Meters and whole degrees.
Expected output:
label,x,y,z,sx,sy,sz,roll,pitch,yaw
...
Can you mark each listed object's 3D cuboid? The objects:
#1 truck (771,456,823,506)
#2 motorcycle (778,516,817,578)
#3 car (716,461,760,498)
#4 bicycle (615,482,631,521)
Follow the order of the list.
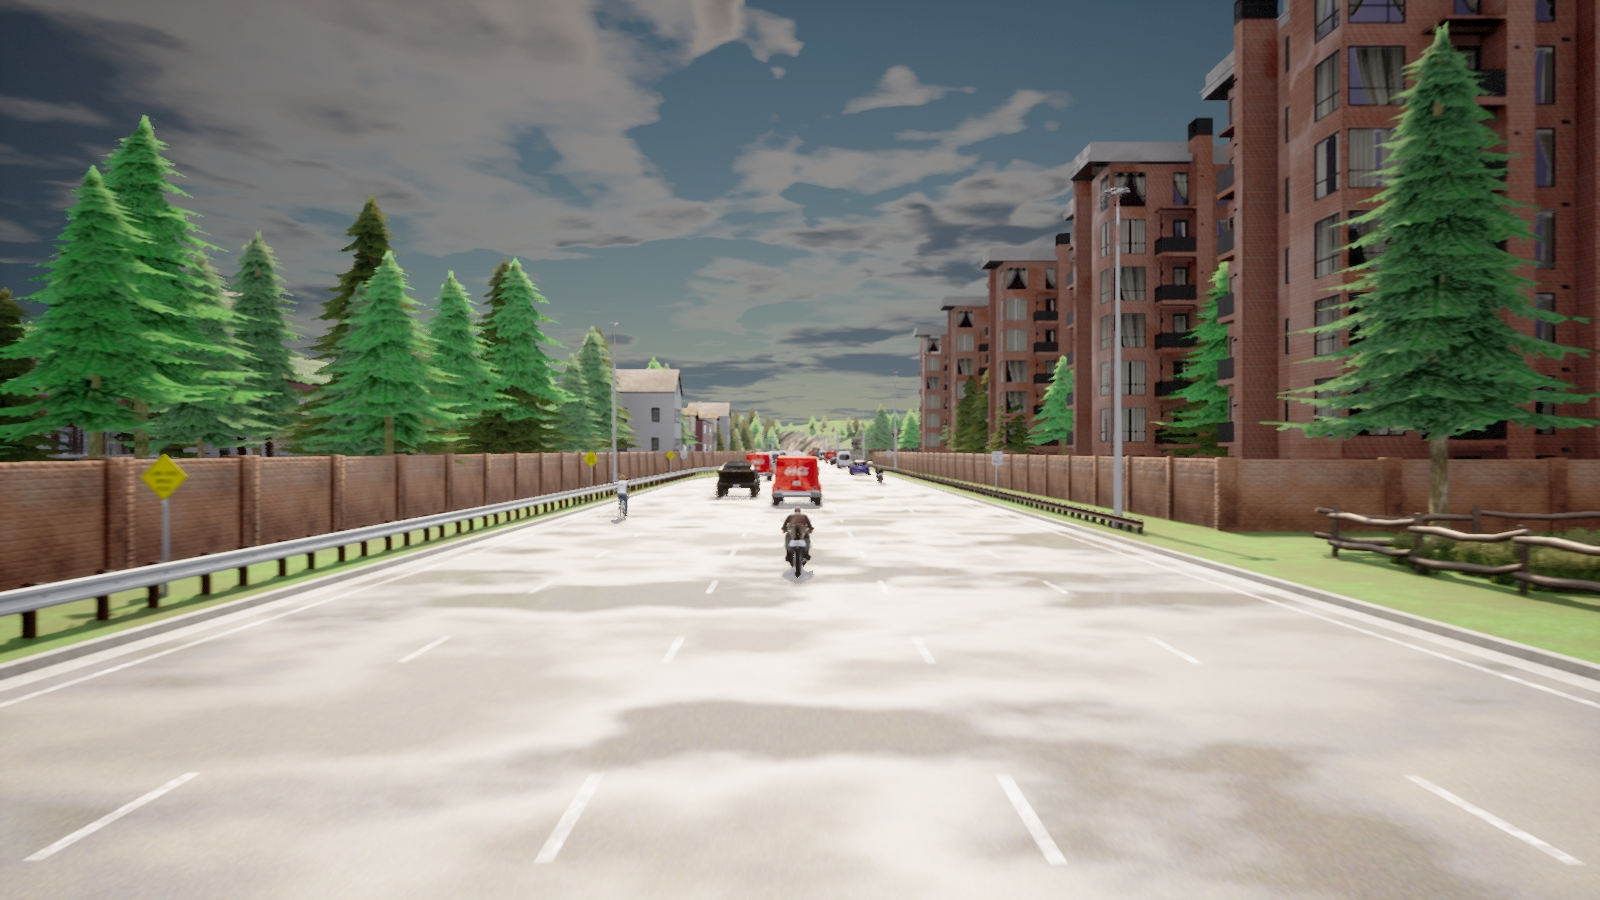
label,x,y,z,sx,sy,sz,roll,pitch,yaw
truck,-0.159,1.560,59.908,2.627,2.467,5.204,0,0,0
motorcycle,-0.053,2.201,26.344,0.867,1.251,2.209,0,0,0
car,-3.688,1.744,69.238,2.390,2.098,6.274,0,0,0
bicycle,-7.121,2.050,46.054,0.373,1.496,1.643,0,0,0
